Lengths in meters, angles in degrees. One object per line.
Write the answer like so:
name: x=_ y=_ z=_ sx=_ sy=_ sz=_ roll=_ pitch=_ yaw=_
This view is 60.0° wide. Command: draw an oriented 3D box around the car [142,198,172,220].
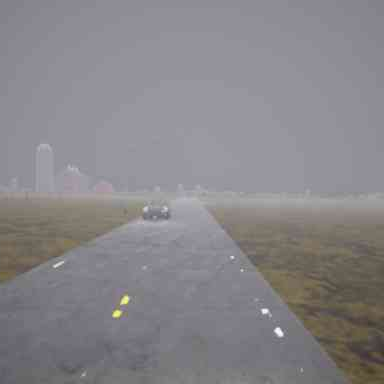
car: x=-2.850 y=1.346 z=27.802 sx=2.097 sy=1.767 sz=4.553 roll=0 pitch=0 yaw=0
